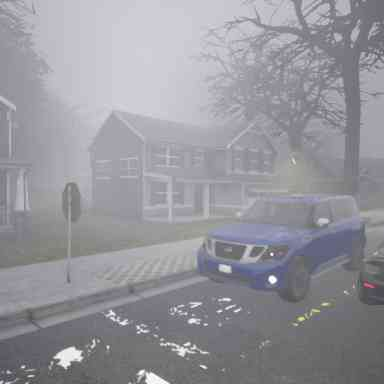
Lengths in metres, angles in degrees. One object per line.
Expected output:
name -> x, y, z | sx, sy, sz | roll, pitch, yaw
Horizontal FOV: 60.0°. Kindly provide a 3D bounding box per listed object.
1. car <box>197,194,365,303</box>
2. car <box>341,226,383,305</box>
car -> 2.589, 1.098, 8.475 | 2.150, 2.045, 5.566 | 1, 2, 45
car -> 4.895, 1.439, 6.754 | 1.812, 1.442, 4.674 | 1, 1, 45
